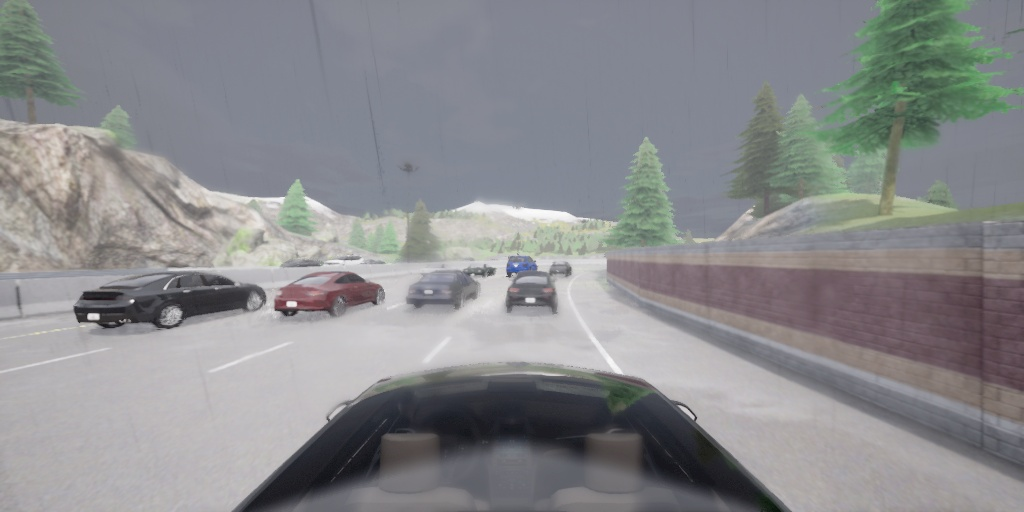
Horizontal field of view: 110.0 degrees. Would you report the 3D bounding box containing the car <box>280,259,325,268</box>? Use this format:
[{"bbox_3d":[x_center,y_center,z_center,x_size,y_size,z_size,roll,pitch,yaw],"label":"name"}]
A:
[{"bbox_3d":[-25.755,1.183,43.623,1.837,1.490,4.892,0,0,16],"label":"car"}]

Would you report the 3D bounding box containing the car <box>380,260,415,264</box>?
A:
[{"bbox_3d":[-14.141,1.210,45.954,2.128,1.511,4.902,0,0,18],"label":"car"}]

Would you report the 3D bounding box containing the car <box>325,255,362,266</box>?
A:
[{"bbox_3d":[-21.414,0.916,46.145,2.150,2.045,5.566,0,0,17],"label":"car"}]

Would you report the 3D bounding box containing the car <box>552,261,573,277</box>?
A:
[{"bbox_3d":[5.000,1.268,36.028,2.128,1.511,4.902,0,0,15],"label":"car"}]

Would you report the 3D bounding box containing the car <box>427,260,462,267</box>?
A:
[{"bbox_3d":[-6.609,1.339,33.051,1.895,1.301,4.718,0,0,13],"label":"car"}]

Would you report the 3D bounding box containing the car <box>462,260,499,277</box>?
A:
[{"bbox_3d":[-2.894,1.351,33.584,1.895,1.301,4.718,0,0,13],"label":"car"}]

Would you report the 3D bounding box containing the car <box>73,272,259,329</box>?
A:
[{"bbox_3d":[-9.951,1.226,11.080,1.837,1.490,4.892,0,0,4],"label":"car"}]

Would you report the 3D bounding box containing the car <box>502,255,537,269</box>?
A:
[{"bbox_3d":[1.021,0.985,34.814,2.150,2.045,5.566,0,0,14],"label":"car"}]

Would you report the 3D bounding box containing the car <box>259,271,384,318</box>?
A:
[{"bbox_3d":[-6.305,1.259,12.863,1.812,1.442,4.674,0,0,5],"label":"car"}]

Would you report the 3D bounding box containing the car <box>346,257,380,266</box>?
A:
[{"bbox_3d":[-17.999,1.197,45.281,2.128,1.511,4.902,0,0,17],"label":"car"}]

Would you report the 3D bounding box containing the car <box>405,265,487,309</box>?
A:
[{"bbox_3d":[-2.628,1.293,14.890,2.033,1.411,5.357,0,0,6],"label":"car"}]

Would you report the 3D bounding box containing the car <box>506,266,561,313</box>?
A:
[{"bbox_3d":[0.826,1.282,14.045,1.812,1.442,4.674,0,0,5],"label":"car"}]
